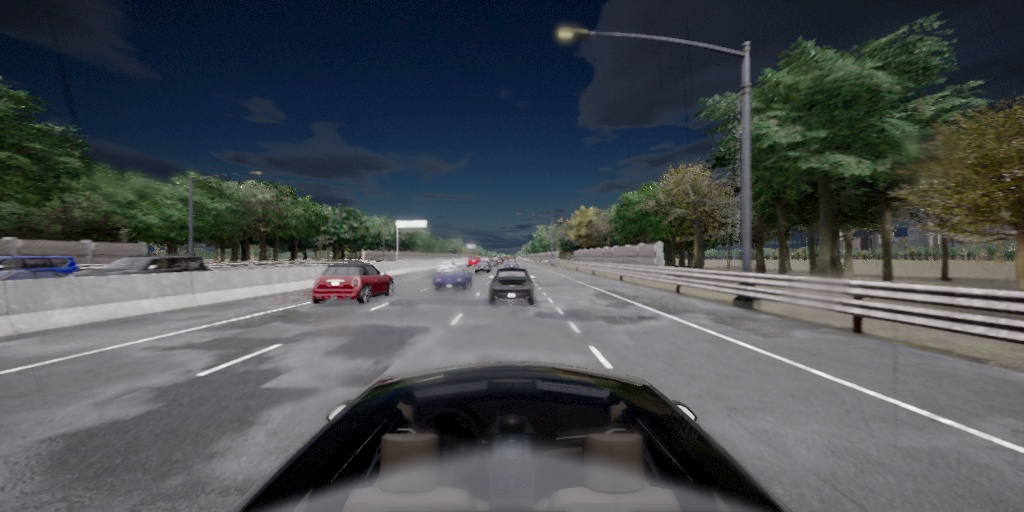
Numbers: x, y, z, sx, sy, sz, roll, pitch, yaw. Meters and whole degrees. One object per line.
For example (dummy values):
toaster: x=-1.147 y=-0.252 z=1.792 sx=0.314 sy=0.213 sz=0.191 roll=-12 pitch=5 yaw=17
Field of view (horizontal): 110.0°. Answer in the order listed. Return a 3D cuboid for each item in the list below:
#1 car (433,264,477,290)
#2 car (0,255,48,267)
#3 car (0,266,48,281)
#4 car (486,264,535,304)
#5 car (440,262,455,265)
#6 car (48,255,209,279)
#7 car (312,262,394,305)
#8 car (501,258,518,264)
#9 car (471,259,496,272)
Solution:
car: x=-3.503 y=1.377 z=22.322 sx=1.895 sy=1.301 sz=4.718 roll=0 pitch=0 yaw=0
car: x=-24.597 y=0.991 z=17.293 sx=2.150 sy=2.045 sz=5.566 roll=0 pitch=0 yaw=0
car: x=-21.100 y=1.314 z=15.226 sx=2.033 sy=1.411 sz=5.357 roll=0 pitch=0 yaw=0
car: x=0.000 y=1.274 z=16.342 sx=1.837 sy=1.490 sz=4.892 roll=0 pitch=0 yaw=0
car: x=-7.004 y=1.328 z=39.319 sx=1.812 sy=1.442 sz=4.674 roll=0 pitch=0 yaw=0
car: x=-17.598 y=0.991 z=17.299 sx=2.150 sy=2.045 sz=5.566 roll=0 pitch=0 yaw=0
car: x=-7.001 y=1.120 z=16.333 sx=2.097 sy=1.767 sz=4.553 roll=0 pitch=0 yaw=0
car: x=-0.006 y=1.361 z=46.064 sx=2.033 sy=1.411 sz=5.357 roll=0 pitch=0 yaw=0
car: x=-3.503 y=1.358 z=44.389 sx=2.033 sy=1.411 sz=5.357 roll=0 pitch=0 yaw=0
